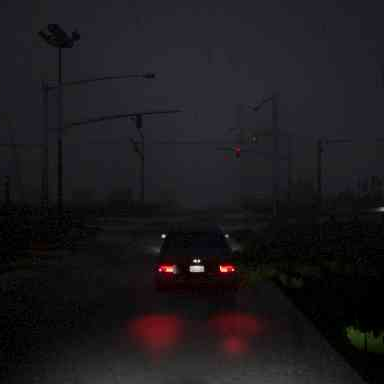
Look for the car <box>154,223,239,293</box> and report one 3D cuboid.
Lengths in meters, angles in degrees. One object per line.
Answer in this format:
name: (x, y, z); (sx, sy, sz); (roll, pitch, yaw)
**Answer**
car: (0.091, 1.548, 8.995); (2.033, 1.411, 5.357); (0, 0, 0)
